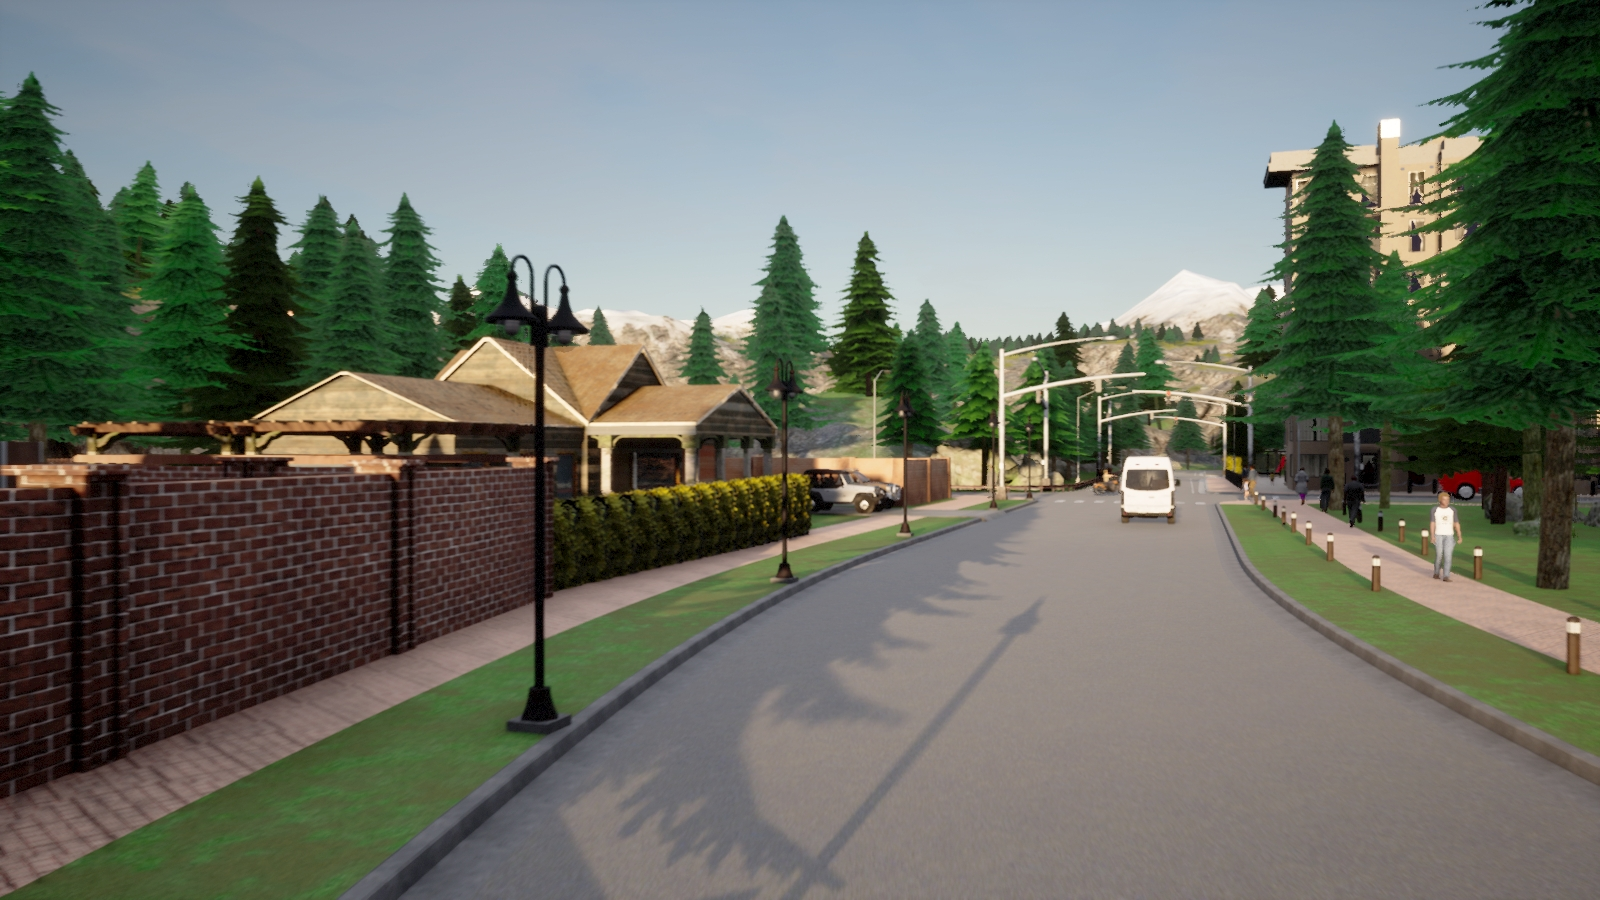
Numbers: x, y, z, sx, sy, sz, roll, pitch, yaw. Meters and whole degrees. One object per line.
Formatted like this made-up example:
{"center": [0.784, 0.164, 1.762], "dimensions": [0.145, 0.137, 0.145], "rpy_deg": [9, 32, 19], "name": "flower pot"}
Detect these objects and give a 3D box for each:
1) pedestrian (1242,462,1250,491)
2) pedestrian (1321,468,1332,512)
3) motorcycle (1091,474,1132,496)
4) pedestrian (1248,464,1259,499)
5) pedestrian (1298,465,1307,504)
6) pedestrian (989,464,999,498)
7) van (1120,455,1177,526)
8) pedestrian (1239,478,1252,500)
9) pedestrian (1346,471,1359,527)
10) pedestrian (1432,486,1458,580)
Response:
{"center": [28.362, 1.686, 72.659], "dimensions": [0.375, 1.860, 0.375], "rpy_deg": [0, 0, -19], "name": "pedestrian"}
{"center": [22.058, 1.668, 47.859], "dimensions": [0.375, 1.860, 0.375], "rpy_deg": [0, 0, 19], "name": "pedestrian"}
{"center": [19.062, 2.152, 69.951], "dimensions": [2.356, 1.277, 0.764], "rpy_deg": [0, -3, -16], "name": "motorcycle"}
{"center": [24.133, 1.685, 60.841], "dimensions": [0.375, 1.860, 0.375], "rpy_deg": [0, 0, -23], "name": "pedestrian"}
{"center": [24.380, 1.673, 55.431], "dimensions": [0.375, 1.860, 0.375], "rpy_deg": [0, 0, 25], "name": "pedestrian"}
{"center": [10.602, 1.671, 62.423], "dimensions": [0.375, 1.860, 0.375], "rpy_deg": [0, 0, -22], "name": "pedestrian"}
{"center": [13.837, 1.505, 45.164], "dimensions": [1.988, 2.561, 5.915], "rpy_deg": [0, 0, 19], "name": "van"}
{"center": [23.606, 2.063, 60.553], "dimensions": [0.500, 1.100, 0.500], "rpy_deg": [0, 0, 36], "name": "pedestrian"}
{"center": [18.879, 1.669, 39.013], "dimensions": [0.375, 1.860, 0.375], "rpy_deg": [0, 0, 31], "name": "pedestrian"}
{"center": [12.982, 1.668, 23.008], "dimensions": [0.375, 1.860, 0.375], "rpy_deg": [0, 0, 17], "name": "pedestrian"}
